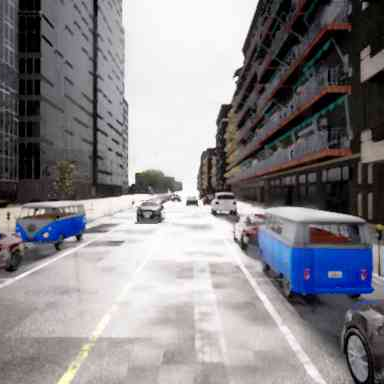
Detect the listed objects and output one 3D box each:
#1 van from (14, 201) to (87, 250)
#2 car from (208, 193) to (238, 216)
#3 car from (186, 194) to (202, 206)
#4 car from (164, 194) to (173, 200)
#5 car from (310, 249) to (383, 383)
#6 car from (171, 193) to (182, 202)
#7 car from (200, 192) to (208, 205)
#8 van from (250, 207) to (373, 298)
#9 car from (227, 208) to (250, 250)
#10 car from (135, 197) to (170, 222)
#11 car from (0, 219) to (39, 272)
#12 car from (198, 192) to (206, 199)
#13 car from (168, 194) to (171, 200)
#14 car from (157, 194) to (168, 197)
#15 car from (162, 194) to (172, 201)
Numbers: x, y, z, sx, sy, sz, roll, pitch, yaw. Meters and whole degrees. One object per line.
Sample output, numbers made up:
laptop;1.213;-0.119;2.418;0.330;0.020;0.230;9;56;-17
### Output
van;-5.681;1.297;13.738;1.690;1.788;3.998;1;0;0
car;2.996;1.113;31.649;2.150;2.045;5.566;0;0;0
car;0.020;1.359;49.676;2.033;1.411;5.357;0;0;1
car;-5.692;1.208;81.492;2.008;1.369;4.403;1;0;0
car;2.698;1.543;2.473;2.008;1.369;4.403;1;0;0
car;-3.022;1.229;65.968;1.882;1.535;5.008;0;0;0
car;2.693;1.235;53.291;1.967;1.590;4.097;1;0;0
van;2.700;1.315;8.118;1.690;1.788;3.998;1;0;0
car;2.697;1.537;13.765;1.802;1.307;4.206;1;0;0
car;-3.102;1.404;25.520;2.128;1.511;4.902;0;0;0
car;-5.683;1.556;8.092;1.802;1.307;4.206;1;0;0
car;2.690;0.910;92.813;2.192;1.841;5.009;1;0;0
car;-5.690;1.294;64.554;2.008;1.369;4.403;1;0;0
car;-5.689;1.296;58.737;1.752;1.417;4.829;1;0;0
car;-5.691;1.238;75.845;2.008;1.369;4.403;1;0;0
